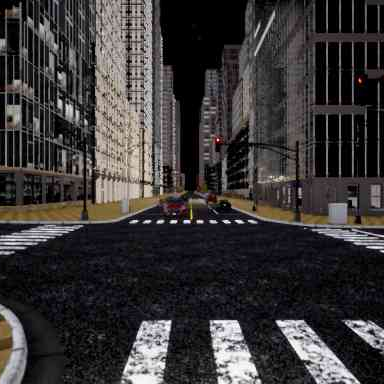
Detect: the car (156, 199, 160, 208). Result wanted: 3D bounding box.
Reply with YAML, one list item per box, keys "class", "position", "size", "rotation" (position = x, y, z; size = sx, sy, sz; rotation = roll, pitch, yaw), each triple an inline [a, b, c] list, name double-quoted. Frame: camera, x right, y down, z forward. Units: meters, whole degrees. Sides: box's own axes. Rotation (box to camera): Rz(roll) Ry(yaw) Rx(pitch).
- class: "car"
  position: [-4.068, 1.592, 47.301]
  size: [1.802, 1.307, 4.206]
  rotation: [0, 0, 0]

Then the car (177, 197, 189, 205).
- class: "car"
  position: [-1.631, 1.564, 61.584]
  size: [1.994, 1.385, 4.181]
  rotation: [0, 0, 0]

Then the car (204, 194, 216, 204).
- class: "car"
  position: [3.728, 1.313, 63.924]
  size: [2.192, 1.841, 5.009]
  rotation: [0, 0, 0]

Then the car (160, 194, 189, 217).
- class: "car"
  position: [-1.549, 1.369, 31.811]
  size: [2.097, 1.767, 4.553]
  rotation: [0, 0, 1]

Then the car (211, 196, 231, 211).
- class: "car"
  position: [3.890, 1.579, 41.815]
  size: [1.947, 1.339, 4.313]
  rotation: [0, 0, 0]

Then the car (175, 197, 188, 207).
- class: "car"
  position: [-1.619, 1.534, 51.396]
  size: [1.812, 1.442, 4.674]
  rotation: [0, 0, 0]

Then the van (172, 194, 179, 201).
- class: "van"
  position: [-4.265, 1.315, 85.994]
  size: [1.690, 1.788, 3.998]
  rotation: [0, 0, 0]

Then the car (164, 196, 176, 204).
- class: "car"
  position: [-4.152, 1.564, 63.884]
  size: [1.947, 1.339, 4.313]
  rotation: [0, 0, 0]

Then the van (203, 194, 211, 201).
- class: "van"
  position: [3.643, 1.321, 80.507]
  size: [1.690, 1.788, 3.998]
  rotation: [0, 0, 0]

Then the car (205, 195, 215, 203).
- class: "car"
  position: [3.700, 1.432, 69.452]
  size: [1.967, 1.590, 4.097]
  rotation: [0, 0, 0]

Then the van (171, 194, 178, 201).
- class: "van"
  position: [-4.237, 1.321, 80.467]
  size: [1.690, 1.788, 3.998]
  rotation: [0, 0, 0]

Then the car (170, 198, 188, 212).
- class: "car"
  position: [-1.568, 1.561, 41.337]
  size: [2.033, 1.411, 5.357]
  rotation: [0, 0, 0]
